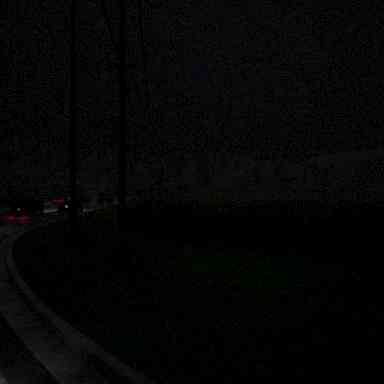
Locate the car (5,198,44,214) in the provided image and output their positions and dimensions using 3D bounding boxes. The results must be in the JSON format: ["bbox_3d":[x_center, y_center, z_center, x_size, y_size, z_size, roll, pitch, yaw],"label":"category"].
[{"bbox_3d":[-16.936,1.468,34.502,2.128,1.511,4.902,0,0,-6],"label":"car"}]

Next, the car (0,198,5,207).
[{"bbox_3d":[-29.147,1.566,50.454,1.895,1.301,4.718,0,0,-6],"label":"car"}]

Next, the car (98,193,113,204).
[{"bbox_3d":[-16.358,1.189,62.812,2.150,2.045,5.566,0,0,-6],"label":"car"}]

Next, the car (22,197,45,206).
[{"bbox_3d":[-26.105,1.566,55.020,1.895,1.301,4.718,0,0,-6],"label":"car"}]

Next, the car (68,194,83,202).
[{"bbox_3d":[-24.139,1.270,68.991,1.882,1.535,5.008,0,0,-6],"label":"car"}]

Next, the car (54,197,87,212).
[{"bbox_3d":[-13.768,1.541,37.940,1.994,1.385,4.181,0,0,-6],"label":"car"}]

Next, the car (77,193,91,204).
[{"bbox_3d":[-19.459,1.189,58.774,2.150,2.045,5.566,0,0,-6],"label":"car"}]
